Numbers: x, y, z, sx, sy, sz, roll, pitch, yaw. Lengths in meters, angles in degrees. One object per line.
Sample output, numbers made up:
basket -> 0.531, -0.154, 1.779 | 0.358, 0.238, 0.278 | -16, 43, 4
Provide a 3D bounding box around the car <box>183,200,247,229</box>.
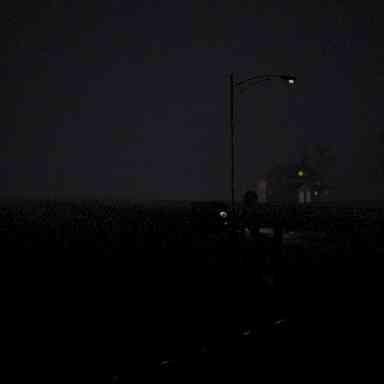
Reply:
car -> 1.399, 1.332, 21.605 | 2.097, 1.767, 4.553 | -1, 1, -36
